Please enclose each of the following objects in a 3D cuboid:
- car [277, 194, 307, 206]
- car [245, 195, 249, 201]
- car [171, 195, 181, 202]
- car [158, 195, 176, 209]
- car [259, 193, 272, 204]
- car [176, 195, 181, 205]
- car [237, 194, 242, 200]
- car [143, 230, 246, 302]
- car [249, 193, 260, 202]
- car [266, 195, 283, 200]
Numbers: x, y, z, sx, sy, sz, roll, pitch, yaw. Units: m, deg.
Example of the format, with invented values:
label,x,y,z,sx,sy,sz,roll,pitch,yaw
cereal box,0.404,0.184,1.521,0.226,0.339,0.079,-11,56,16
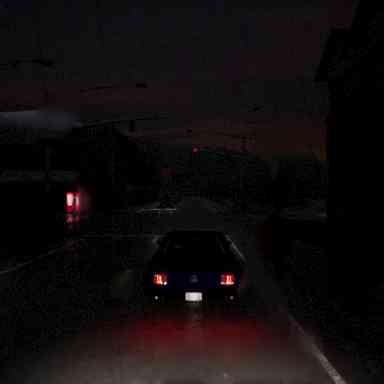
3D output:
label,x,y,z,sx,sy,sz,roll,pitch,yaw
car,14.486,1.247,48.200,3.806,1.475,1.970,0,0,0
car,13.747,1.112,70.317,4.605,1.855,1.932,0,0,0
car,-3.504,1.470,73.998,1.882,1.535,5.008,0,0,0
car,-3.596,1.504,46.505,1.837,1.490,4.892,0,0,0
car,14.162,1.169,54.617,5.027,1.636,2.152,0,0,0
car,-3.573,1.504,60.645,1.837,1.490,4.892,0,0,0
car,13.881,1.388,88.901,3.633,1.501,1.845,0,0,0
car,0.057,1.601,8.225,1.895,1.301,4.718,0,0,1
car,14.160,1.092,67.411,3.866,1.878,1.905,0,0,0
car,21.302,1.399,85.922,3.806,1.475,1.970,0,0,0
